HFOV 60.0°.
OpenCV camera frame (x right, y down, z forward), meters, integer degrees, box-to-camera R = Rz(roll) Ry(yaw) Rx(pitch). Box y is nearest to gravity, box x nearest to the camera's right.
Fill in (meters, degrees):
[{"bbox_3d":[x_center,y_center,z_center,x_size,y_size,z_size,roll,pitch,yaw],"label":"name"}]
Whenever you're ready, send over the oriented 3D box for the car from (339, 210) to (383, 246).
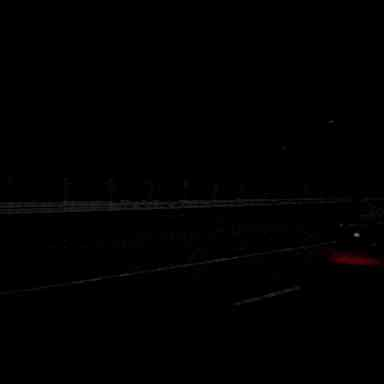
[{"bbox_3d":[8.269,1.486,14.066,5.008,1.535,1.882,0,0,-35],"label":"car"}]
